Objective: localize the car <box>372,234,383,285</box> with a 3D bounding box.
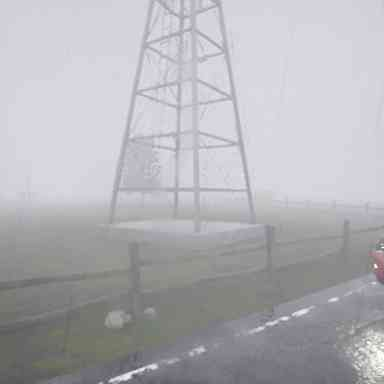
[{"bbox_3d":[6.684,1.235,8.462,5.566,2.045,2.150,0,0,-40],"label":"car"}]
